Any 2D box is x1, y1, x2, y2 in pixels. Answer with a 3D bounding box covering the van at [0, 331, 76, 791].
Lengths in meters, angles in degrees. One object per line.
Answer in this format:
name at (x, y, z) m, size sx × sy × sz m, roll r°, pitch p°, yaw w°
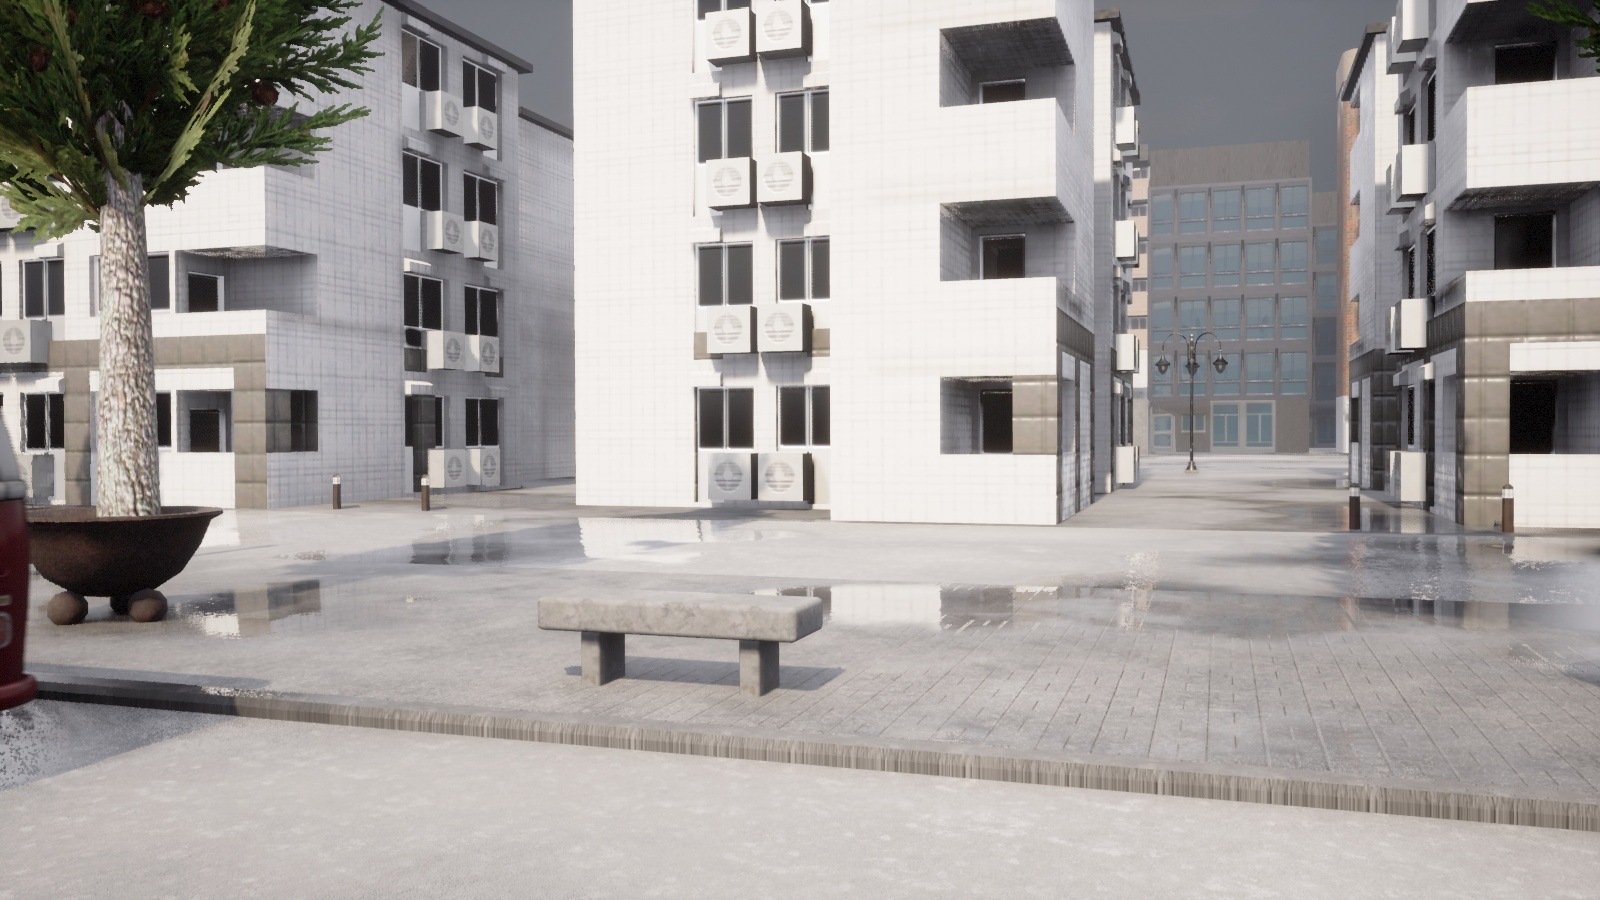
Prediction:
van at (-5.722, 0.467, 5.642) m, size 4.442 × 1.987 × 1.775 m, roll 1°, pitch 1°, yaw 19°
